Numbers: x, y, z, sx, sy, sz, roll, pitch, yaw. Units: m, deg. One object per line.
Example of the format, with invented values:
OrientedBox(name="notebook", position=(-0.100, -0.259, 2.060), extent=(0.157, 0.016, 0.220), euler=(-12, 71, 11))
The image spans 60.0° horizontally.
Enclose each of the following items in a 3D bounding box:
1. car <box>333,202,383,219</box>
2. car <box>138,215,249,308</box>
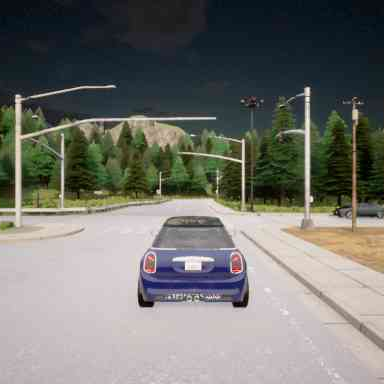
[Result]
OrientedBox(name="car", position=(14.503, 1.591, 28.738), extent=(4.181, 1.385, 1.994), euler=(0, 0, 1))
OrientedBox(name="car", position=(0.038, 1.348, 8.112), extent=(2.097, 1.767, 4.553), euler=(0, 0, 0))
